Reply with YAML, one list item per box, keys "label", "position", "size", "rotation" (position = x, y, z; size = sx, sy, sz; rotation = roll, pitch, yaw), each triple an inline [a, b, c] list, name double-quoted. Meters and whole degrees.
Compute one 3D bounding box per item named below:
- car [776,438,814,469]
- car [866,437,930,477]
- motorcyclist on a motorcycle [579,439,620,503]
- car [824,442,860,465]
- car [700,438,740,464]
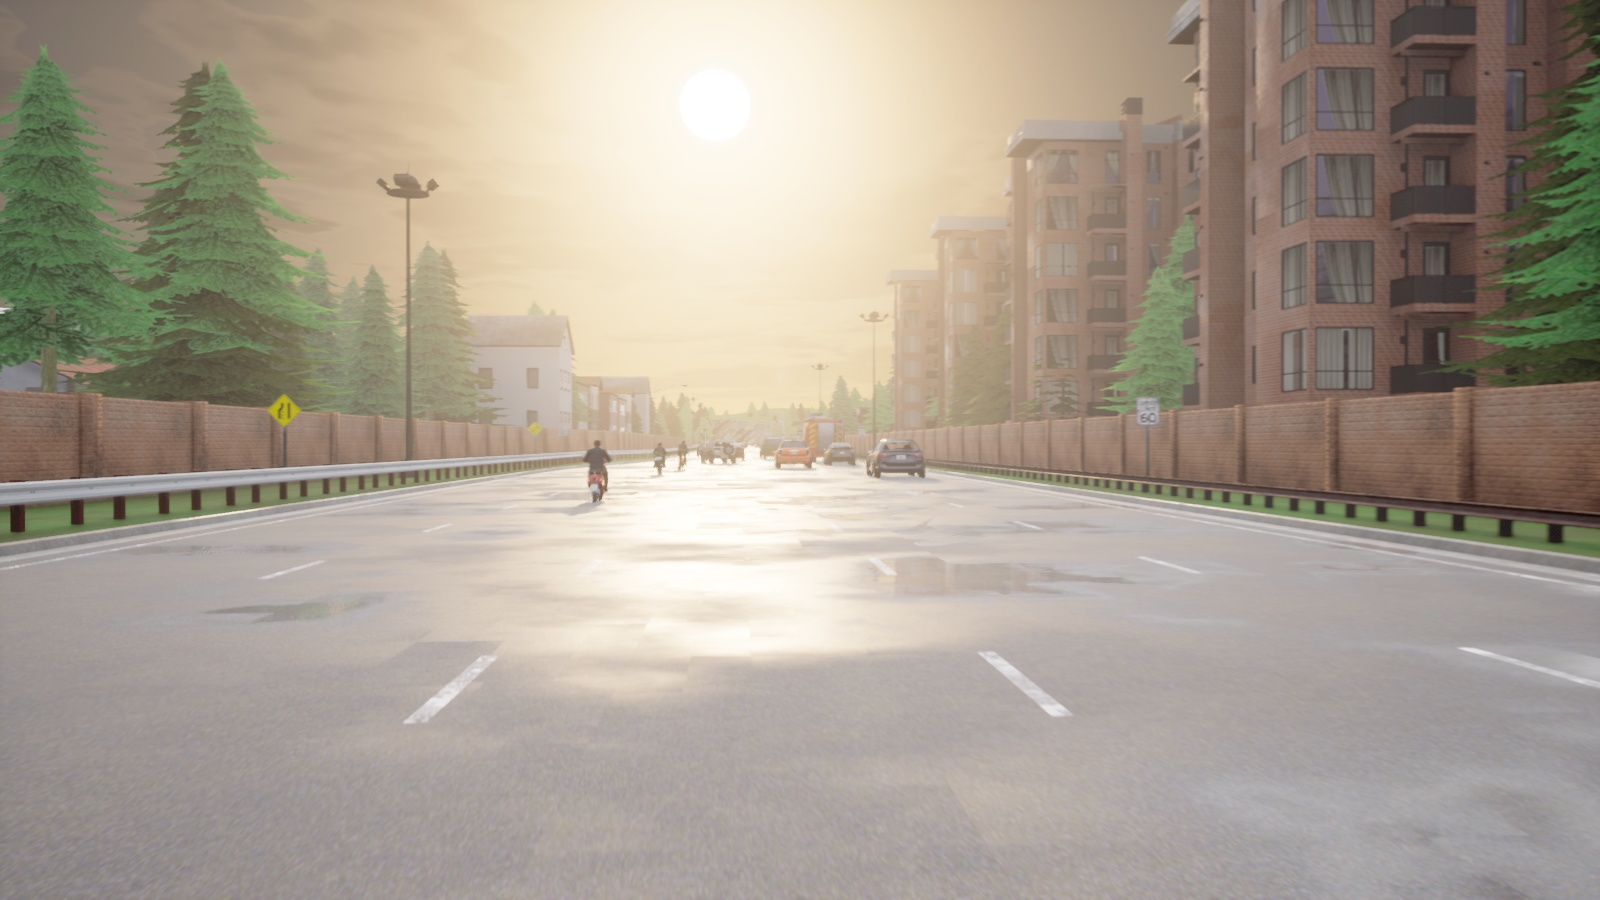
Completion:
- label: "car"
  position: [-0.325, 0.180, 75.251]
  size: [2.097, 1.767, 4.553]
  rotation: [0, 0, -3]
- label: "car"
  position: [4.227, 0.281, 54.904]
  size: [2.242, 1.667, 4.611]
  rotation: [0, 0, -3]
- label: "motorcyclist on a motorcycle"
  position: [-5.114, 0.517, 32.131]
  size: [0.866, 1.590, 1.817]
  rotation: [0, 0, -3]
- label: "car"
  position: [2.765, 0.223, 83.300]
  size: [2.007, 1.525, 4.514]
  rotation: [0, 0, -3]
- label: "car"
  position: [-5.892, 0.043, 91.837]
  size: [1.932, 1.855, 4.605]
  rotation: [0, 0, -16]
